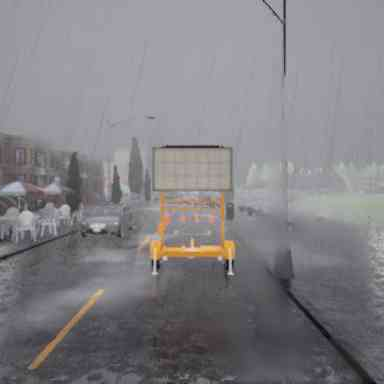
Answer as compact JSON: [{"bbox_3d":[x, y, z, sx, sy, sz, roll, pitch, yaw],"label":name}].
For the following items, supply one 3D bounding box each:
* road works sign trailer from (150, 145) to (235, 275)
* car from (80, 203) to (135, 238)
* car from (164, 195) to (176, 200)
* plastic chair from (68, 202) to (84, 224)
[{"bbox_3d":[0.017,0.377,10.150,2.380,3.560,2.880,0,0,0],"label":"road works sign trailer"},{"bbox_3d":[-4.072,1.348,16.717,2.128,1.511,4.902,0,0,0],"label":"car"},{"bbox_3d":[-3.966,1.097,59.158,1.895,1.301,4.718,0,0,1],"label":"car"},{"bbox_3d":[-7.411,1.324,21.198,0.730,1.271,0.750,0,1,-40],"label":"plastic chair"}]
